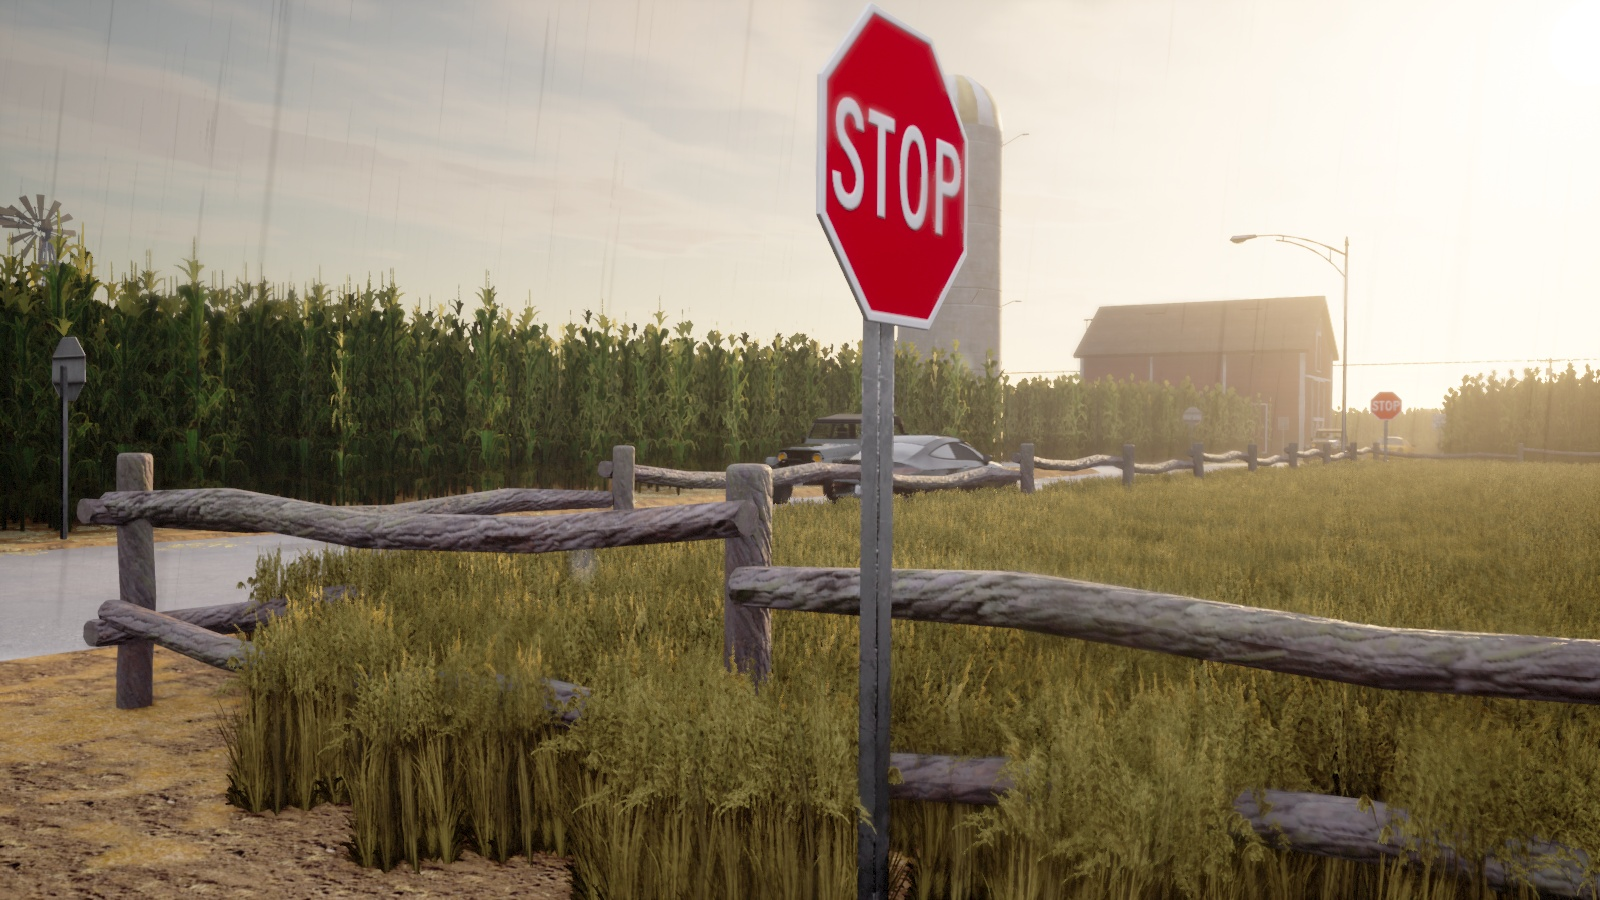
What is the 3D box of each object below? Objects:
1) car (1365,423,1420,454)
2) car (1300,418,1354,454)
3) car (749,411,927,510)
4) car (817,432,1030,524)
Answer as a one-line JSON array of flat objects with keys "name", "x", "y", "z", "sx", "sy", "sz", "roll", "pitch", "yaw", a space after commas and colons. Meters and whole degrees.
[{"name": "car", "x": 30.964, "y": -0.582, "z": 65.530, "sx": 1.801, "sy": 1.575, "sz": 5.366, "roll": 0, "pitch": 0, "yaw": 34}, {"name": "car", "x": 28.011, "y": -0.721, "z": 66.689, "sx": 1.905, "sy": 1.878, "sz": 3.866, "roll": 0, "pitch": 0, "yaw": 34}, {"name": "car", "x": 0.870, "y": 0.155, "z": 25.948, "sx": 1.905, "sy": 1.878, "sz": 3.866, "roll": 0, "pitch": 1, "yaw": 34}, {"name": "car", "x": 2.350, "y": 0.422, "z": 22.580, "sx": 1.812, "sy": 1.442, "sz": 4.674, "roll": 0, "pitch": 1, "yaw": 34}]
